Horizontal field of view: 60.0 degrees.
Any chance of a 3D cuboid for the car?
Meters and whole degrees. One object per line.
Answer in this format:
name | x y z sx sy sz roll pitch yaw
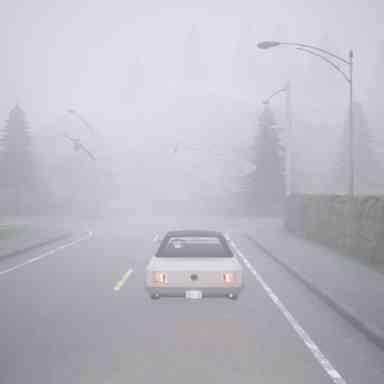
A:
car | 0.058 1.601 8.353 1.895 1.301 4.718 0 0 0
